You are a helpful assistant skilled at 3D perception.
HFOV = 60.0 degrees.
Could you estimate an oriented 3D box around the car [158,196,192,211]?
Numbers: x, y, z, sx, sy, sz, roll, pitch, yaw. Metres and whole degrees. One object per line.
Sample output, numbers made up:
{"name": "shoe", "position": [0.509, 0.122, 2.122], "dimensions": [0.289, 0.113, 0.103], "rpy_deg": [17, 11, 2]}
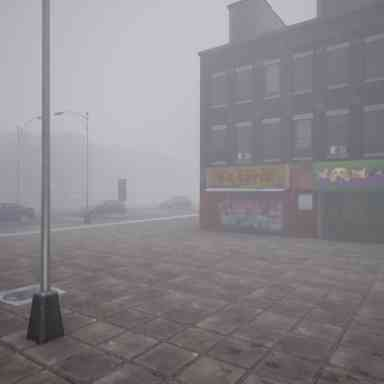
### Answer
{"name": "car", "position": [-1.917, 1.233, 39.050], "dimensions": [2.097, 1.767, 4.553], "rpy_deg": [0, 0, 35]}

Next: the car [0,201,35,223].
{"name": "car", "position": [-13.391, 1.432, 22.730], "dimensions": [1.882, 1.535, 5.008], "rpy_deg": [0, 0, 35]}

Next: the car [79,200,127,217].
{"name": "car", "position": [-8.019, 1.445, 30.377], "dimensions": [1.812, 1.442, 4.674], "rpy_deg": [0, 1, 35]}
